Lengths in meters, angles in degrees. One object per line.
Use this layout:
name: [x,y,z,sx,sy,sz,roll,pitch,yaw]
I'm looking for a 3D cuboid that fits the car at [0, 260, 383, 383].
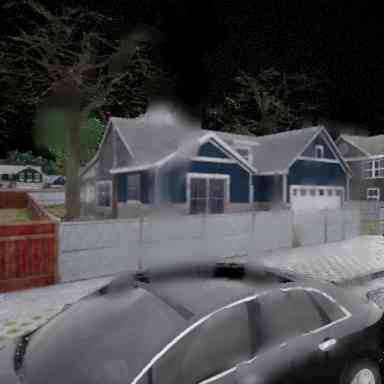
car: [-0.105,1.505,2.974,4.892,1.490,1.837,0,0,-35]
